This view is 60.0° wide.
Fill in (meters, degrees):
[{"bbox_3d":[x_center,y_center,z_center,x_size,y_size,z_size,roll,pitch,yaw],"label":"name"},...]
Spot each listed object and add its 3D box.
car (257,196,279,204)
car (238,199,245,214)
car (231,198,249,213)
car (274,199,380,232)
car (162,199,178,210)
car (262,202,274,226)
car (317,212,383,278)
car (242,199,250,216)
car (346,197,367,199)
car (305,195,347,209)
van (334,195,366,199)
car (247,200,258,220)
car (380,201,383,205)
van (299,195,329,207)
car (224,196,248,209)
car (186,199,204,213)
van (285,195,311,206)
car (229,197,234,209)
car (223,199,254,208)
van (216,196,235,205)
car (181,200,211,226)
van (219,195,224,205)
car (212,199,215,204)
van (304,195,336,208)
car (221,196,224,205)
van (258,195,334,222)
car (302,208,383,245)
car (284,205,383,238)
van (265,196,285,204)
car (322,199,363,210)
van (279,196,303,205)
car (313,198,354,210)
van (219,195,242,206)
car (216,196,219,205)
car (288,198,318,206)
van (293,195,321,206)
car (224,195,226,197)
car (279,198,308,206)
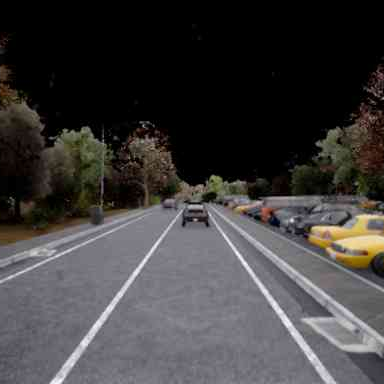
[{"bbox_3d":[21.008,2.272,92.461,5.566,2.045,2.435,0,-2,1],"label":"car"},{"bbox_3d":[7.195,1.654,31.783,4.792,1.488,2.163,0,0,1],"label":"car"},{"bbox_3d":[7.069,1.639,34.561,5.366,1.575,1.946,0,0,1],"label":"car"},{"bbox_3d":[7.101,1.415,17.906,4.553,1.767,2.185,0,0,1],"label":"car"},{"bbox_3d":[-2.994,1.723,45.729,1.837,1.490,4.892,0,0,1],"label":"car"},{"bbox_3d":[7.130,1.585,20.678,4.792,1.488,2.163,0,0,1],"label":"car"},{"bbox_3d":[6.793,1.522,9.708,5.366,1.575,1.946,0,0,1],"label":"car"},{"bbox_3d":[7.164,1.637,29.007,4.792,1.488,2.163,0,0,1],"label":"car"},{"bbox_3d":[20.358,1.652,37.087,5.008,1.535,2.097,0,0,1],"label":"car"},{"bbox_3d":[20.491,1.489,51.063,5.566,2.045,2.435,0,0,1],"label":"car"},{"bbox_3d":[20.543,1.462,42.752,4.442,1.987,1.878,0,0,1],"label":"van"},{"bbox_3d":[7.133,1.620,26.231,4.792,1.488,2.163,0,0,1],"label":"car"},{"bbox_3d":[20.274,1.367,31.548,5.566,2.045,2.435,0,0,1],"label":"car"},{"bbox_3d":[20.696,1.548,56.477,4.442,1.987,1.878,0,0,1],"label":"van"},{"bbox_3d":[7.162,1.691,42.888,5.366,1.575,1.946,0,0,1],"label":"car"},{"bbox_3d":[0.401,1.679,41.603,2.128,1.511,4.902,0,0,1],"label":"car"},{"bbox_3d":[20.555,1.671,64.772,4.442,1.987,1.878,0,-1,1],"label":"van"},{"bbox_3d":[7.310,1.678,40.110,4.892,1.521,2.231,0,0,1],"label":"car"},{"bbox_3d":[7.474,1.804,53.990,4.674,1.452,2.002,0,0,1],"label":"car"},{"bbox_3d":[7.866,1.991,78.954,4.442,1.987,1.878,0,-1,1],"label":"van"},{"bbox_3d":[0.251,1.597,24.429,1.837,1.490,4.892,0,0,0],"label":"car"},{"bbox_3d":[7.385,1.555,56.769,4.442,1.987,1.878,0,0,1],"label":"van"},{"bbox_3d":[7.723,2.155,76.175,5.008,1.535,2.097,0,-1,1],"label":"car"},{"bbox_3d":[20.667,1.531,53.832,4.442,1.987,1.878,0,0,1],"label":"van"},{"bbox_3d":[7.435,1.746,51.215,5.008,1.535,2.097,0,0,1],"label":"car"},{"bbox_3d":[7.248,1.347,23.455,4.442,1.987,1.878,0,0,1],"label":"van"},{"bbox_3d":[7.193,1.521,12.357,5.366,1.575,1.946,0,0,1],"label":"car"},{"bbox_3d":[7.032,1.530,15.126,4.892,1.521,2.231,0,0,1],"label":"car"},{"bbox_3d":[21.004,2.104,84.155,4.442,1.987,1.878,0,-1,1],"label":"van"},{"bbox_3d":[20.454,1.745,45.396,4.674,1.452,2.002,0,0,1],"label":"car"},{"bbox_3d":[20.850,1.795,70.308,4.442,1.987,1.878,0,-1,1],"label":"van"},{"bbox_3d":[20.481,1.722,48.167,5.008,1.535,2.097,0,0,1],"label":"car"},{"bbox_3d":[7.478,1.681,65.080,4.442,1.987,1.878,0,-1,1],"label":"van"},{"bbox_3d":[7.561,1.547,59.544,5.566,2.045,2.435,0,0,1],"label":"car"},{"bbox_3d":[20.646,1.835,61.997,5.008,1.535,2.097,0,-1,1],"label":"car"},{"bbox_3d":[20.495,1.566,59.382,4.442,1.987,1.878,0,-1,1],"label":"van"},{"bbox_3d":[7.378,1.603,48.439,4.553,1.767,2.185,0,0,1],"label":"car"},{"bbox_3d":[20.518,1.956,67.535,5.366,1.575,1.946,0,-1,1],"label":"car"}]
